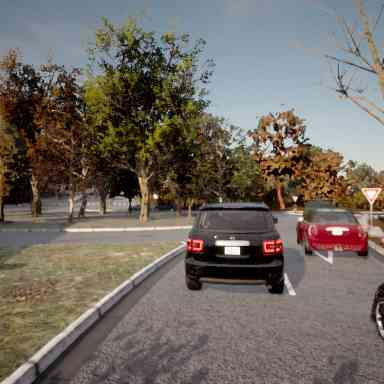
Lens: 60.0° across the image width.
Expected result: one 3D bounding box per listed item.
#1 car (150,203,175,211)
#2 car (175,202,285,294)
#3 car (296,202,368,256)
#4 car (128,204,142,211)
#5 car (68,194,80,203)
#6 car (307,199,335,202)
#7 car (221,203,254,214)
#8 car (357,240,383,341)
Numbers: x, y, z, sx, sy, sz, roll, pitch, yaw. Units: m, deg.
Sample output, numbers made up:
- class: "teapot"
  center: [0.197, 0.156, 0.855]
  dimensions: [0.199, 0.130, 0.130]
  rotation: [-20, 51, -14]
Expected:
- class: "car"
  center: [-4.188, 2.647, 56.938]
  dimensions: [4.892, 1.490, 1.837]
  rotation: [-1, -2, 26]
- class: "car"
  center: [1.211, 1.269, 9.167]
  dimensions: [2.150, 2.045, 5.566]
  rotation: [0, -1, 9]
- class: "car"
  center: [5.460, 1.441, 13.471]
  dimensions: [2.097, 1.767, 4.553]
  rotation: [0, -1, 13]
- class: "car"
  center: [-8.912, 2.784, 60.697]
  dimensions: [5.357, 1.411, 2.033]
  rotation: [0, -1, 1]
- class: "car"
  center: [-31.236, 2.001, 86.943]
  dimensions: [1.946, 1.575, 5.366]
  rotation: [0, 2, -11]
- class: "car"
  center: [9.143, 1.504, 23.377]
  dimensions: [2.150, 2.045, 5.566]
  rotation: [-1, -2, 25]
- class: "car"
  center: [6.676, 2.436, 49.124]
  dimensions: [2.128, 1.511, 4.902]
  rotation: [1, -2, -31]
- class: "car"
  center: [3.752, 1.568, 3.636]
  dimensions: [1.994, 1.385, 4.181]
  rotation: [0, 0, 5]
